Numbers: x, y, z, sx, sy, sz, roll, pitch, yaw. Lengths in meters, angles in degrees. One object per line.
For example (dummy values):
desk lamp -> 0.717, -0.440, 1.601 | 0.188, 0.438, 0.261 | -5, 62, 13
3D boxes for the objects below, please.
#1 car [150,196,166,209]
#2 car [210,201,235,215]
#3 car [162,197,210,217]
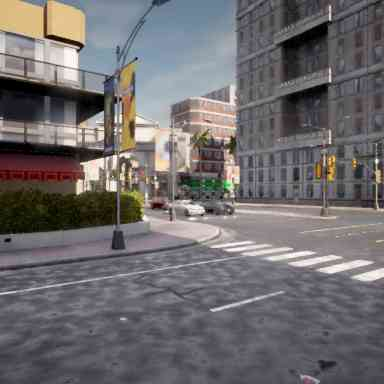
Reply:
car -> -3.444, 1.352, 42.198 | 2.097, 1.767, 4.553 | 0, 0, -35
car -> 2.423, 1.564, 33.825 | 1.994, 1.385, 4.181 | 0, 0, -35
car -> -0.648, 1.526, 32.105 | 1.812, 1.442, 4.674 | 0, 0, -35
